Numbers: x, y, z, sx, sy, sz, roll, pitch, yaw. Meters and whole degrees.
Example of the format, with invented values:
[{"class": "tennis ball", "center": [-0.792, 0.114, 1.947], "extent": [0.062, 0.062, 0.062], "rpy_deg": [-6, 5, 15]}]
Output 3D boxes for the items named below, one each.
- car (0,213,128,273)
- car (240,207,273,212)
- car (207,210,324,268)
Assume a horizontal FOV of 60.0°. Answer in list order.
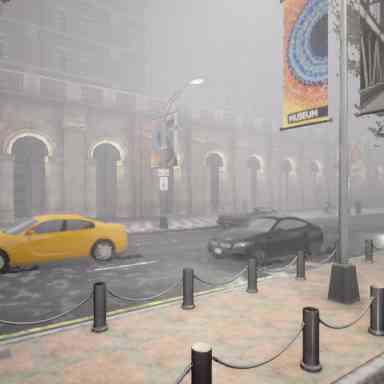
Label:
[{"class": "car", "center": [-4.548, 1.477, 10.582], "extent": [5.008, 1.535, 1.882], "rpy_deg": [0, 0, -35]}, {"class": "car", "center": [3.782, 1.595, 20.477], "extent": [4.718, 1.301, 1.895], "rpy_deg": [0, 0, -36]}, {"class": "car", "center": [2.683, 1.526, 11.479], "extent": [4.674, 1.442, 1.812], "rpy_deg": [0, 0, -36]}]
